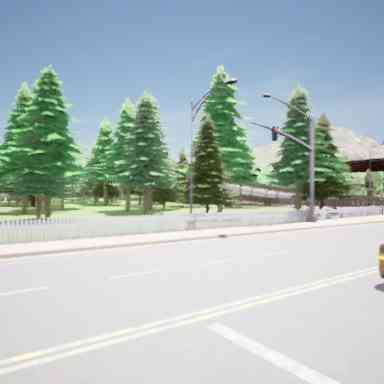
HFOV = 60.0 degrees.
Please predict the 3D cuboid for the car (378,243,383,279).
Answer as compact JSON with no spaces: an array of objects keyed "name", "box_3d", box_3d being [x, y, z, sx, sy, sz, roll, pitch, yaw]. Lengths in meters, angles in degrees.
[{"name":"car","box_3d":[6.750,1.549,8.564,5.008,1.535,1.882,0,0,-35]}]
